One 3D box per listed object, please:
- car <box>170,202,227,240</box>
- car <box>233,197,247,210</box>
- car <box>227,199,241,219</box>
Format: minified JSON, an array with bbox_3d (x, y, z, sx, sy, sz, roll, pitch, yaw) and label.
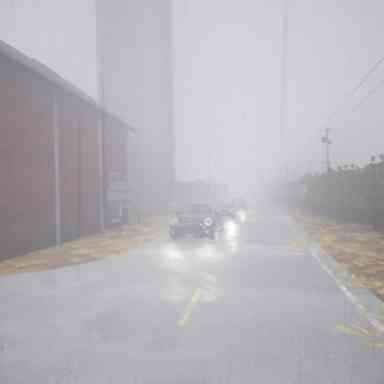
[{"bbox_3d":[0.344,1.341,16.990,2.097,1.767,4.553,-1,0,12],"label":"car"},{"bbox_3d":[5.785,1.357,41.487,2.128,1.511,4.902,-1,0,12],"label":"car"},{"bbox_3d":[2.746,1.535,27.941,1.895,1.301,4.718,-1,0,13],"label":"car"}]
